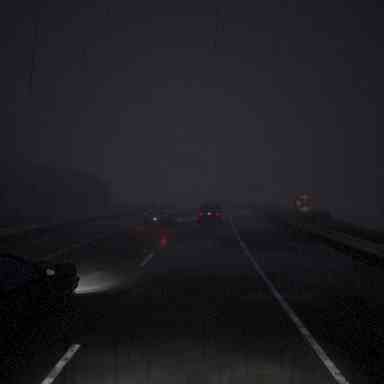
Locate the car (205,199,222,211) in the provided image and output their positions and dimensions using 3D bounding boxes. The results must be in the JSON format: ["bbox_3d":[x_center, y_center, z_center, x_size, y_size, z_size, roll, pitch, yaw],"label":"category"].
[{"bbox_3d":[2.734,1.628,42.760,1.895,1.301,4.718,0,0,1],"label":"car"}]

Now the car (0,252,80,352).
[{"bbox_3d":[-3.317,1.547,4.534,2.033,1.411,5.357,0,0,1],"label":"car"}]

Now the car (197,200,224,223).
[{"bbox_3d":[1.428,1.564,25.571,2.033,1.411,5.357,0,0,5],"label":"car"}]

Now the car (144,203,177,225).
[{"bbox_3d":[-2.208,1.538,24.135,1.812,1.442,4.674,0,0,5],"label":"car"}]
